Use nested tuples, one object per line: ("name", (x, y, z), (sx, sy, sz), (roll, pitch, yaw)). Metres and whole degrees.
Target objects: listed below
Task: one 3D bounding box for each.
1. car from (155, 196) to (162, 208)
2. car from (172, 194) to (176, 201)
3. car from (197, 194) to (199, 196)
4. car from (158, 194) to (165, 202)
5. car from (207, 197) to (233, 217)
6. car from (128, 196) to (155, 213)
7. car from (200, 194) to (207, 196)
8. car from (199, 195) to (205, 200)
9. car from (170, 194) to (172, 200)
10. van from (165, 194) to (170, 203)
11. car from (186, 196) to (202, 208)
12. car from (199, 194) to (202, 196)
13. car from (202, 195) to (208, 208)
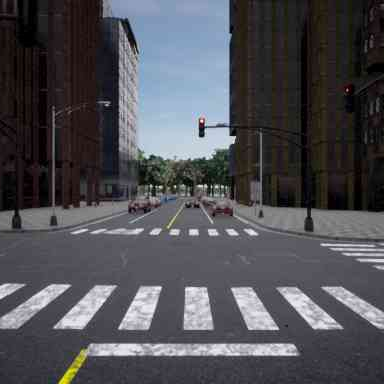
("car", (-5.775, 1.590, 47.938), (1.802, 1.307, 4.206), (0, 0, 0))
("car", (-5.785, 1.594, 86.001), (1.947, 1.339, 4.313), (0, 0, 0))
("car", (0.083, 1.619, 69.807), (1.895, 1.301, 4.718), (0, 0, 0))
("car", (-5.776, 1.536, 53.206), (1.752, 1.417, 4.829), (0, 0, 0))
("car", (2.754, 1.443, 31.628), (1.967, 1.590, 4.097), (0, 0, 0))
("car", (-5.773, 1.320, 37.063), (2.192, 1.841, 5.009), (0, 0, 0))
("car", (2.747, 1.557, 58.815), (1.887, 1.381, 4.507), (0, 0, 0))
("car", (2.739, 1.558, 91.611), (1.752, 1.417, 4.829), (0, 0, 0))
("car", (-5.781, 1.569, 69.689), (2.008, 1.369, 4.403), (0, 0, 0))
("van", (-5.780, 1.356, 64.251), (1.690, 1.788, 3.998), (0, 0, 0))
("car", (0.089, 1.609, 47.631), (1.895, 1.301, 4.718), (0, 0, 0))
("car", (2.746, 1.541, 64.423), (1.752, 1.417, 4.829), (0, 0, 0))
("car", (2.750, 1.559, 47.940), (2.008, 1.369, 4.403), (0, 0, 0))
